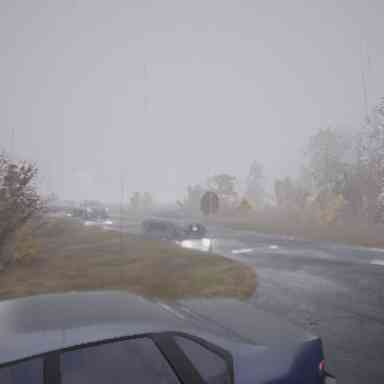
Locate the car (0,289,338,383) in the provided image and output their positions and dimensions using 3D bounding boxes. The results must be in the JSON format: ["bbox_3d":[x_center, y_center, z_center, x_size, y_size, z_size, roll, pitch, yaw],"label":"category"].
[{"bbox_3d":[-1.247,1.548,2.262,5.357,1.411,2.033,1,0,-34],"label":"car"}]

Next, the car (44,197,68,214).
[{"bbox_3d":[-15.269,1.662,38.157,1.812,1.442,4.674,1,0,-36],"label":"car"}]

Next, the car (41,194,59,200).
[{"bbox_3d":[-23.397,1.417,54.828,2.150,2.045,5.566,1,-1,-36],"label":"car"}]

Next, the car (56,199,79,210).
[{"bbox_3d":[-17.436,1.754,46.569,1.994,1.385,4.181,1,-1,-36],"label":"car"}]

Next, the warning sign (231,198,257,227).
[{"bbox_3d":[3.448,1.332,22.042,1.300,1.860,1.060,1,-1,-36],"label":"warning sign"}]

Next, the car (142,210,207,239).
[{"bbox_3d":[-1.056,1.687,18.413,1.994,1.385,4.181,1,-1,-38],"label":"car"}]

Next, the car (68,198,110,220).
[{"bbox_3d":[-8.961,1.481,29.396,2.097,1.767,4.553,1,-1,-36],"label":"car"}]
